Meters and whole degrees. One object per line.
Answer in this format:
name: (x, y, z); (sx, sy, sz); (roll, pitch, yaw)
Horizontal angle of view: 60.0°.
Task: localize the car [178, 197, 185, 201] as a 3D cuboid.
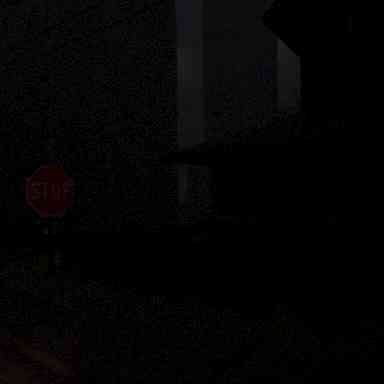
car: (-3.583, 1.950, 85.060); (4.193, 1.474, 1.816); (-1, 0, 36)
